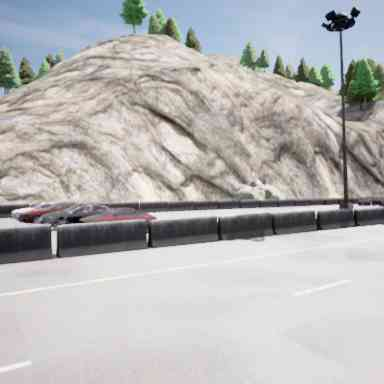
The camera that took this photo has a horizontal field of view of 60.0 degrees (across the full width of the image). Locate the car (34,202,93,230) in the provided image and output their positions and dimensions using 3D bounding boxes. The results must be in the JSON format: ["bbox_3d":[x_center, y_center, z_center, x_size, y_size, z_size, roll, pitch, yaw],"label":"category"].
[{"bbox_3d":[-6.653,1.472,20.350,4.902,1.511,2.128,0,0,-33],"label":"car"}]

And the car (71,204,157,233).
[{"bbox_3d":[-3.966,1.543,17.923,4.181,1.385,1.994,0,0,-33],"label":"car"}]

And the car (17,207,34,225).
[{"bbox_3d":[-9.002,1.459,22.996,5.008,1.535,1.882,0,0,-33],"label":"car"}]

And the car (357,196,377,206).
[{"bbox_3d":[27.216,1.396,50.702,4.892,1.490,1.837,0,0,-33],"label":"car"}]

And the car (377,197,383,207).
[{"bbox_3d":[29.176,1.233,47.802,4.553,1.767,2.097,0,0,-33],"label":"car"}]

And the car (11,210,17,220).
[{"bbox_3d":[-11.305,1.507,25.673,4.674,1.442,1.812,0,0,-33],"label":"car"}]
